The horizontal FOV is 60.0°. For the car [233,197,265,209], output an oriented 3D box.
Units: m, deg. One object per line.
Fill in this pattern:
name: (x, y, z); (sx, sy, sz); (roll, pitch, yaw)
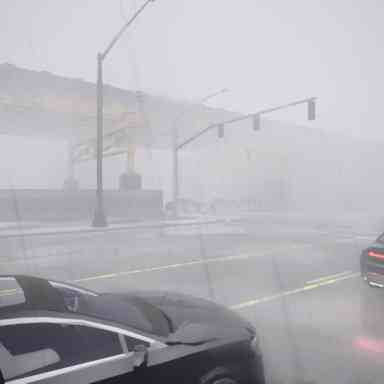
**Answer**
car: (7.133, 1.291, 44.457); (4.536, 1.218, 1.853); (0, 0, -7)

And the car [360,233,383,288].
car: (5.937, 1.503, 7.970); (4.892, 1.490, 1.837); (0, 0, -35)

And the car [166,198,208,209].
car: (-0.542, 1.292, 38.049); (4.536, 1.218, 1.853); (0, 0, 8)

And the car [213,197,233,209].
car: (3.263, 1.449, 40.715); (2.038, 1.542, 4.974); (0, 0, 18)

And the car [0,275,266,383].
car: (-1.495, 1.491, 2.688); (4.902, 1.511, 2.128); (0, 0, -35)

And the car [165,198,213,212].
car: (-0.490, 1.450, 38.042); (4.974, 1.542, 2.038); (0, 0, 8)

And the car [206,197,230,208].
car: (3.279, 1.291, 40.765); (1.853, 1.218, 4.536); (0, 0, 18)

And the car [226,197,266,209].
car: (7.185, 1.448, 44.463); (4.974, 1.542, 2.038); (0, 0, -7)
